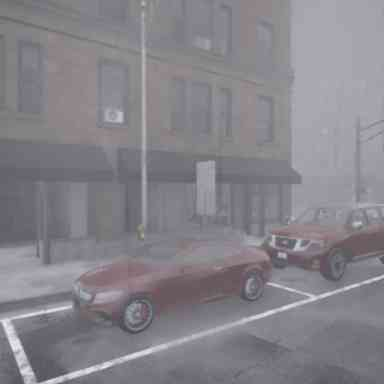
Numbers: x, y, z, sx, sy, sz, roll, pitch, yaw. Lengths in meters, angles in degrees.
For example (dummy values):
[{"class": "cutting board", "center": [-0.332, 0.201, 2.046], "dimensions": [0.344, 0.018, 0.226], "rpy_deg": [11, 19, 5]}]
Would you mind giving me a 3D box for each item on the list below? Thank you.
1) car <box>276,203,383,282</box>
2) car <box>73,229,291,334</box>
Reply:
[{"class": "car", "center": [4.329, 1.268, 9.855], "dimensions": [5.009, 1.841, 2.192], "rpy_deg": [0, 0, -36]}, {"class": "car", "center": [-0.166, 1.563, 6.647], "dimensions": [4.206, 1.307, 1.802], "rpy_deg": [0, 0, -36]}]
